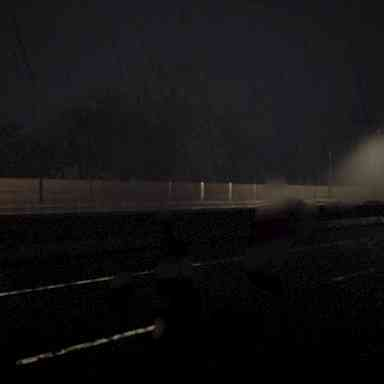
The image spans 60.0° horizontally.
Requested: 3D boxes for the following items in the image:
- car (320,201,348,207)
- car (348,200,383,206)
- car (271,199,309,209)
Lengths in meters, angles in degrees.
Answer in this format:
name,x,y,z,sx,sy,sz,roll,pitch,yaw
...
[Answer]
name,x,y,z,sx,sy,sz,roll,pitch,yaw
car,16.212,1.663,36.842,5.357,1.411,2.033,0,0,-35
car,18.609,1.594,34.247,5.008,1.535,1.882,0,0,-35
car,11.036,1.583,37.470,5.008,1.535,1.882,0,0,-35
